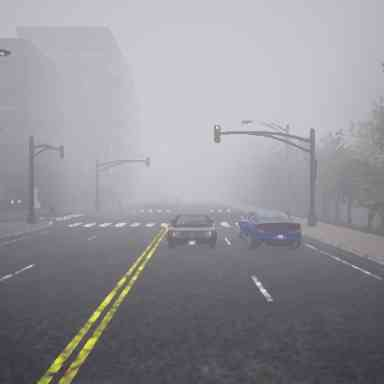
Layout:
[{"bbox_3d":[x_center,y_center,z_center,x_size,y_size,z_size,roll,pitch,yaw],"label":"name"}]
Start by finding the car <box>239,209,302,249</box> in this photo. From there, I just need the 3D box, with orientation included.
[{"bbox_3d":[3.250,1.486,14.650,1.882,1.535,5.008,0,0,0],"label":"car"}]

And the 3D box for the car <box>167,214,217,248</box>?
[{"bbox_3d":[0.000,1.617,14.681,1.895,1.301,4.718,0,0,0],"label":"car"}]

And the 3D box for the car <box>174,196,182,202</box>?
[{"bbox_3d":[-3.251,1.631,78.366,1.895,1.301,4.718,0,0,0],"label":"car"}]

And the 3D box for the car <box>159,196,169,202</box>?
[{"bbox_3d":[-6.501,1.589,78.396,1.994,1.385,4.181,0,0,0],"label":"car"}]
